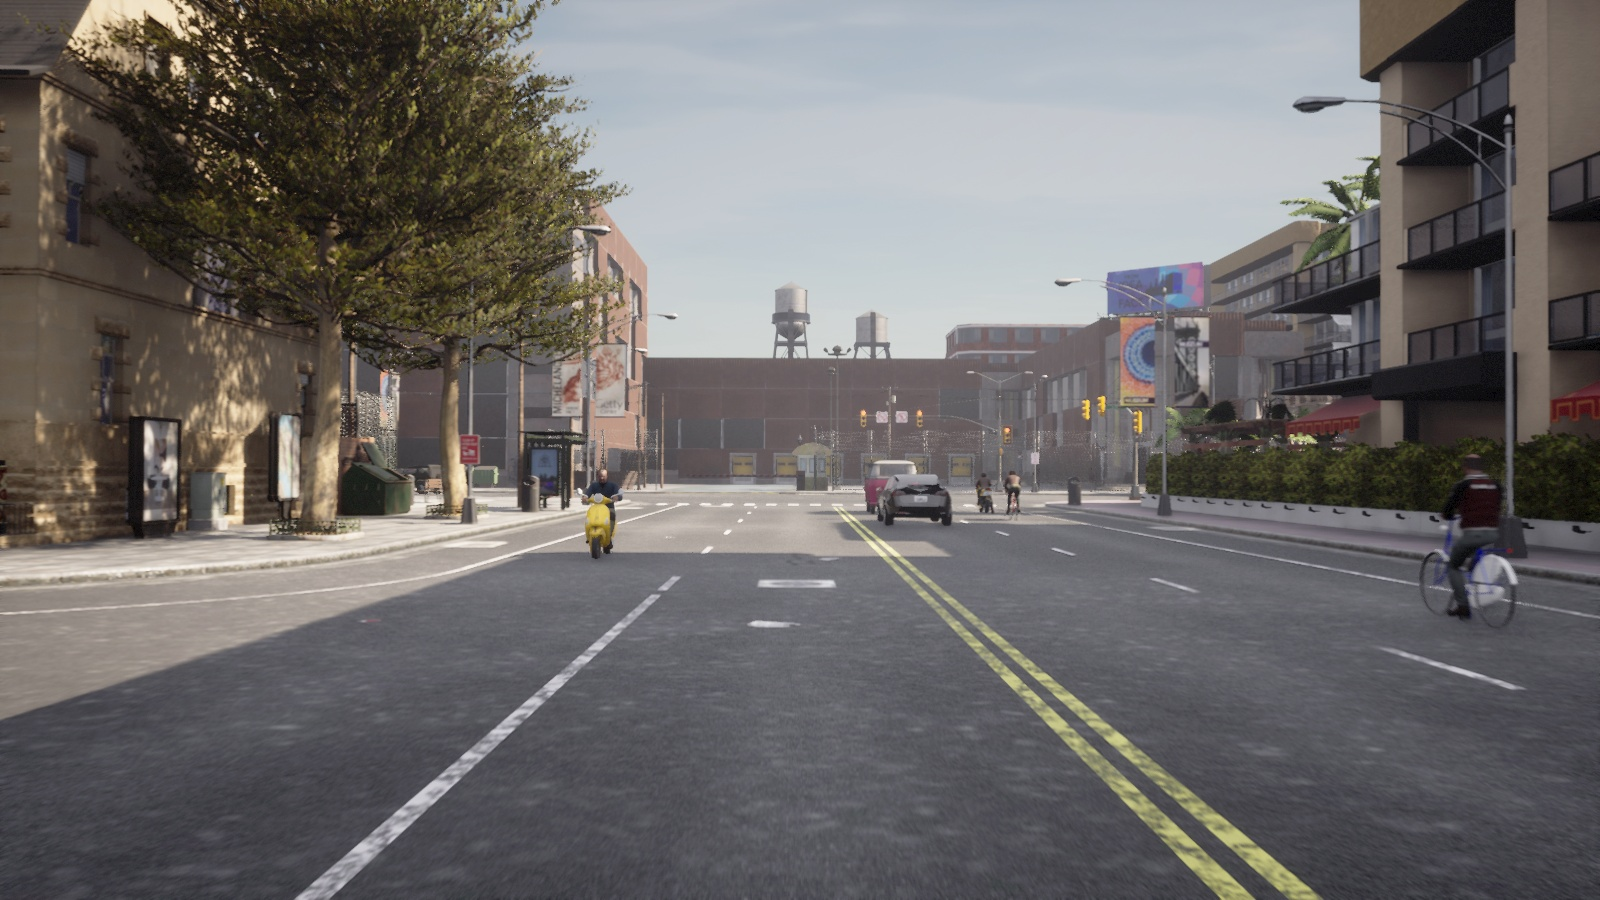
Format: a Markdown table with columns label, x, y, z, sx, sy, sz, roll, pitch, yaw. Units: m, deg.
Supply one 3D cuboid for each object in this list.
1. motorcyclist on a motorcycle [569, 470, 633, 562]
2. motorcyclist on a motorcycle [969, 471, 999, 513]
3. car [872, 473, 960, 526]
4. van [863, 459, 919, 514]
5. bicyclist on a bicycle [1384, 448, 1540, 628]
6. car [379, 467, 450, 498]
| label | x | y | z | sx | sy | sz | roll | pitch | yaw |
| --- | --- | --- | --- | --- | --- | --- | --- | --- | --- |
| motorcyclist on a motorcycle | -3.556 | 1.161 | 22.626 | 0.866 | 1.590 | 1.817 | 0 | -1 | 0 |
| motorcyclist on a motorcycle | 6.887 | 1.557 | 47.060 | 0.797 | 1.523 | 2.044 | 0 | -1 | 0 |
| car | 3.407 | 1.433 | 37.798 | 2.163 | 1.488 | 4.792 | 0 | -1 | 0 |
| van | 3.382 | 1.344 | 47.203 | 1.775 | 1.987 | 4.442 | 0 | -1 | 0 |
| bicyclist on a bicycle | 6.966 | 0.880 | 13.328 | 0.659 | 1.776 | 1.843 | 0 | -1 | 0 |
| car | -24.187 | 2.027 | 78.830 | 3.866 | 1.878 | 1.905 | -1 | -1 | 16 |
